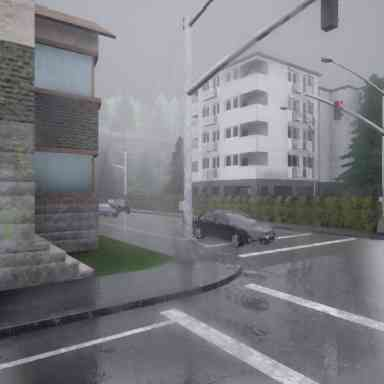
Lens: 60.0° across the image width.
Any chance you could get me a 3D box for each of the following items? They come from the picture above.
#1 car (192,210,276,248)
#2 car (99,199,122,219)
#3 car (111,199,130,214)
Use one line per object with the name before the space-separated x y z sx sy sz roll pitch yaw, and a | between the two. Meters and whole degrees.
car | 1.868 1.681 16.120 1.837 1.490 4.892 0 0 -33
car | -8.497 1.702 30.932 1.812 1.442 4.674 0 0 -35
car | -8.748 1.528 37.622 2.097 1.767 4.553 0 0 -35
